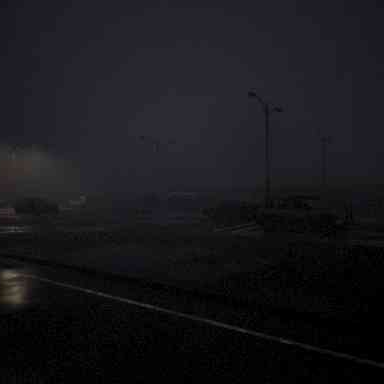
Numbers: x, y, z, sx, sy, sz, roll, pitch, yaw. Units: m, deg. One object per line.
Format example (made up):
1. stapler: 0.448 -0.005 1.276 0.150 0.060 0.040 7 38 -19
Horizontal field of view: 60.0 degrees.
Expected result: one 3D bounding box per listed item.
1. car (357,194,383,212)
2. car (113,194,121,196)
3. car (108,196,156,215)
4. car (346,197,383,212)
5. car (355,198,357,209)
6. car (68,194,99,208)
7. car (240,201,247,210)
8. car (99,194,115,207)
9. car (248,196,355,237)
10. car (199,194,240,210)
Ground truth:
1. car: 18.232 1.156 35.658 3.866 1.878 1.905 0 0 34
2. car: -11.837 1.153 49.388 4.605 1.855 1.932 0 0 34
3. car: -5.697 1.395 31.482 3.806 1.475 1.970 0 0 34
4. car: 19.870 1.395 38.046 3.806 1.475 1.970 0 0 34
5. car: 7.219 1.156 19.416 3.866 1.878 1.905 0 0 34
6. car: -14.935 1.395 44.748 3.806 1.475 1.970 0 0 34
7. car: 5.420 1.364 47.859 3.905 1.438 1.784 0 0 34
8. car: -13.305 1.364 47.141 3.905 1.438 1.784 0 0 34
9. car: 5.546 1.153 17.054 4.605 1.855 1.932 0 0 34
10. car: 3.737 1.153 45.501 4.605 1.855 1.932 0 0 34
